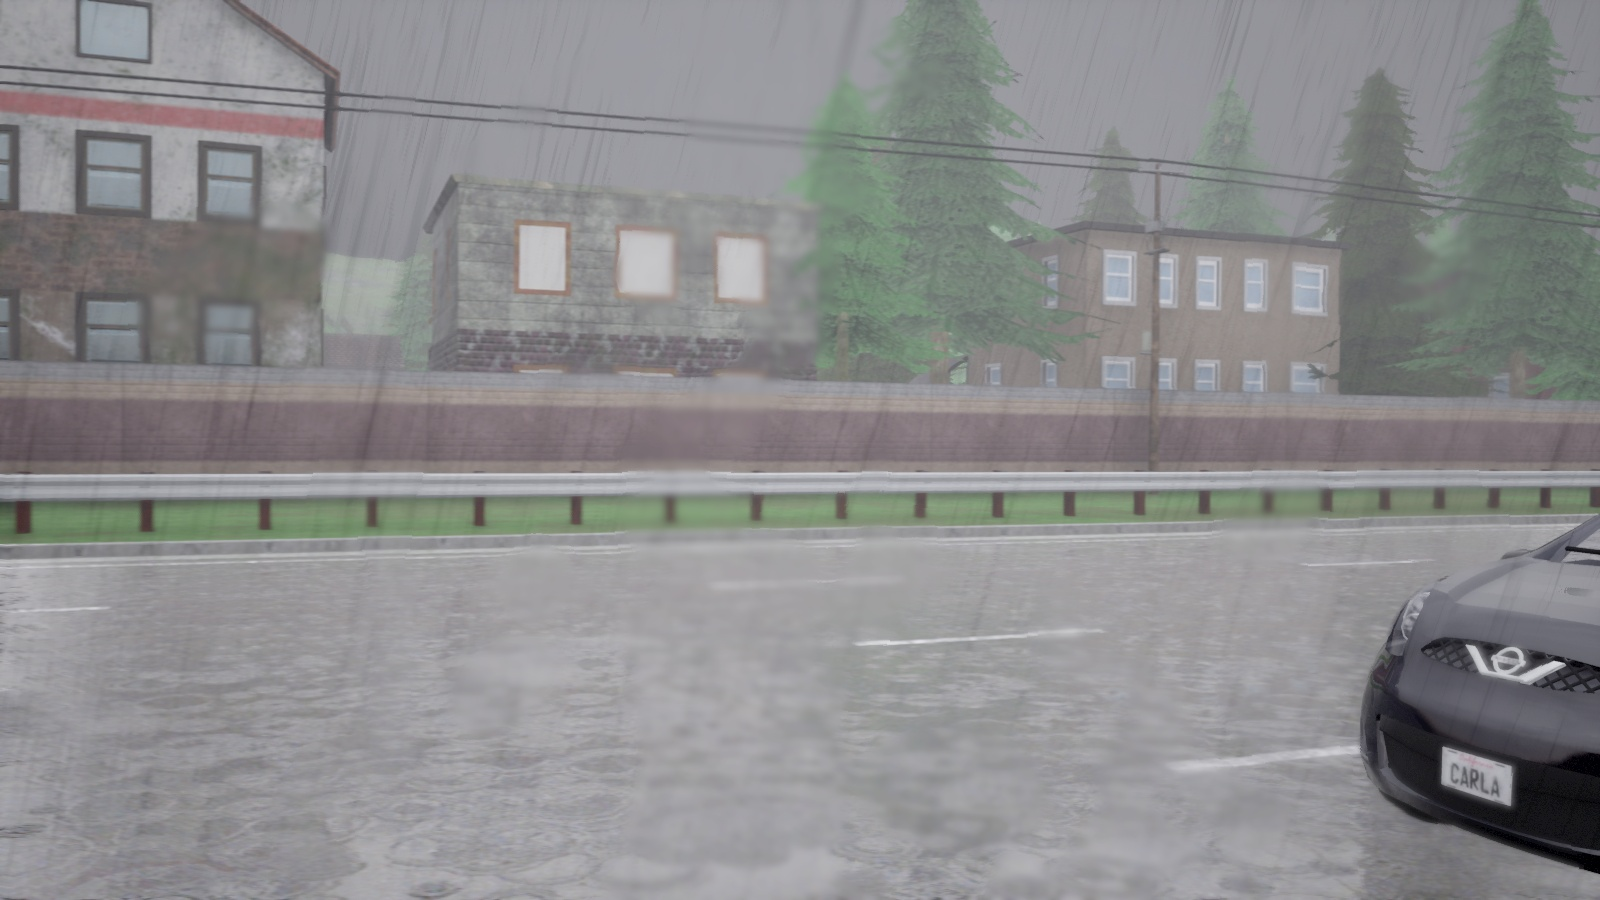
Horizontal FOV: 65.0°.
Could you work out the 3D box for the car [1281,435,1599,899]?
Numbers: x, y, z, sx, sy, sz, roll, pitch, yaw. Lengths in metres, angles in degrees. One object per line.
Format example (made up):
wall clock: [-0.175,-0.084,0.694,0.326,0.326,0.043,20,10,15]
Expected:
car: [3.922,0.693,4.728,3.633,1.501,1.845,-1,1,-21]
